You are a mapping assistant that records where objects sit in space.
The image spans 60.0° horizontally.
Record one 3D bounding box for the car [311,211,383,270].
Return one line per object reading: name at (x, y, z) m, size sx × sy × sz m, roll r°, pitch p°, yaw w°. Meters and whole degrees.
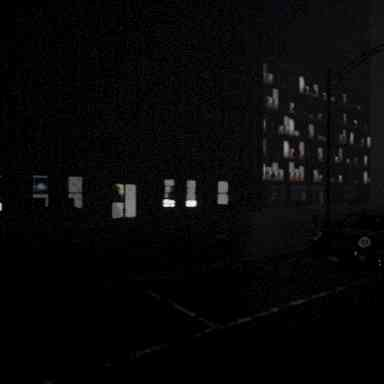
car at (5.659, 1.361, 10.666) m, size 4.097 × 1.590 × 1.967 m, roll -1°, pitch 1°, yaw -36°
